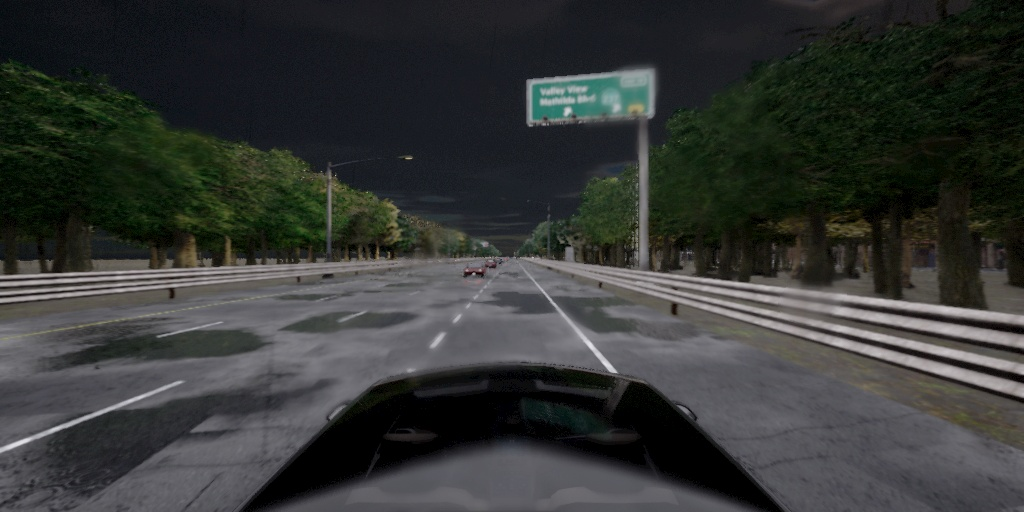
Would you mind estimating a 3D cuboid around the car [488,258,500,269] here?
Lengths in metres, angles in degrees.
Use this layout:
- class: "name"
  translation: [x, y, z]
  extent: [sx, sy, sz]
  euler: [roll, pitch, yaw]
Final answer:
- class: "car"
  translation: [-3.469, 1.289, 58.888]
  extent: [1.812, 1.442, 4.674]
  euler: [0, 0, 0]

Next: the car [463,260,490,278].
- class: "car"
  translation: [-3.484, 1.356, 34.736]
  extent: [1.895, 1.301, 4.718]
  euler: [0, 0, 0]
